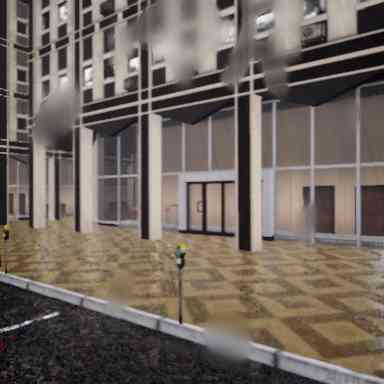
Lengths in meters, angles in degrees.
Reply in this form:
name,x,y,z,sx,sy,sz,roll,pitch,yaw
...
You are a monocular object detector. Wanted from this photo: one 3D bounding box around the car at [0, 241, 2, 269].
name,x,y,z,sx,sy,sz,roll,pitch,yaw
car,-6.972,1.268,8.357,5.566,2.045,2.150,0,0,35
